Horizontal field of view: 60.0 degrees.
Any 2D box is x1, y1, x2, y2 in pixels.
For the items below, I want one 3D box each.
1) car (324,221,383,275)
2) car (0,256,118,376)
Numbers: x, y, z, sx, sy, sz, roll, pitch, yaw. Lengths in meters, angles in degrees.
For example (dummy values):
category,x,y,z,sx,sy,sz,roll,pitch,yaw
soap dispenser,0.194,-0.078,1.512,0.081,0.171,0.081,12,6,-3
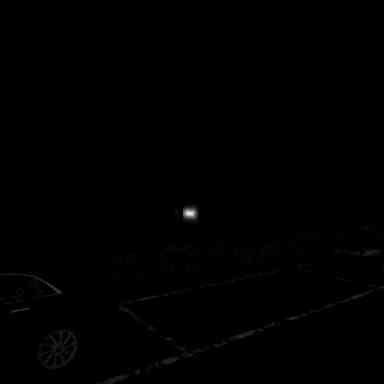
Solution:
category,x,y,z,sx,sy,sz,roll,pitch,yaw
car,5.893,1.582,10.365,4.206,1.307,1.802,0,0,-35
car,-3.108,1.551,3.976,4.403,1.369,2.008,0,0,-35
